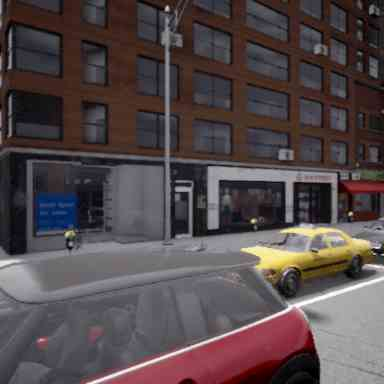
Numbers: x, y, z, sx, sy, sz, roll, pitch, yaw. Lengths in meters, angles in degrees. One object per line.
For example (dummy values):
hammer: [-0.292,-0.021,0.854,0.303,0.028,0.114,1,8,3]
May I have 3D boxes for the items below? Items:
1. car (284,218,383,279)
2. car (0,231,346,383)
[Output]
car: [2.815,1.523,8.540,4.829,1.417,1.752,0,0,-35]
car: [-1.042,1.352,2.609,4.553,1.767,2.097,0,0,-36]
